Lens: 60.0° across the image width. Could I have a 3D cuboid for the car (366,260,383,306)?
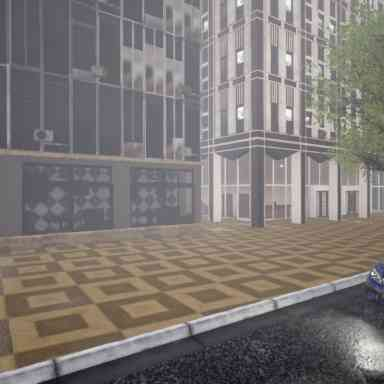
[{"bbox_3d":[5.492,1.525,6.887,4.674,1.442,1.812,0,0,-36],"label":"car"}]
